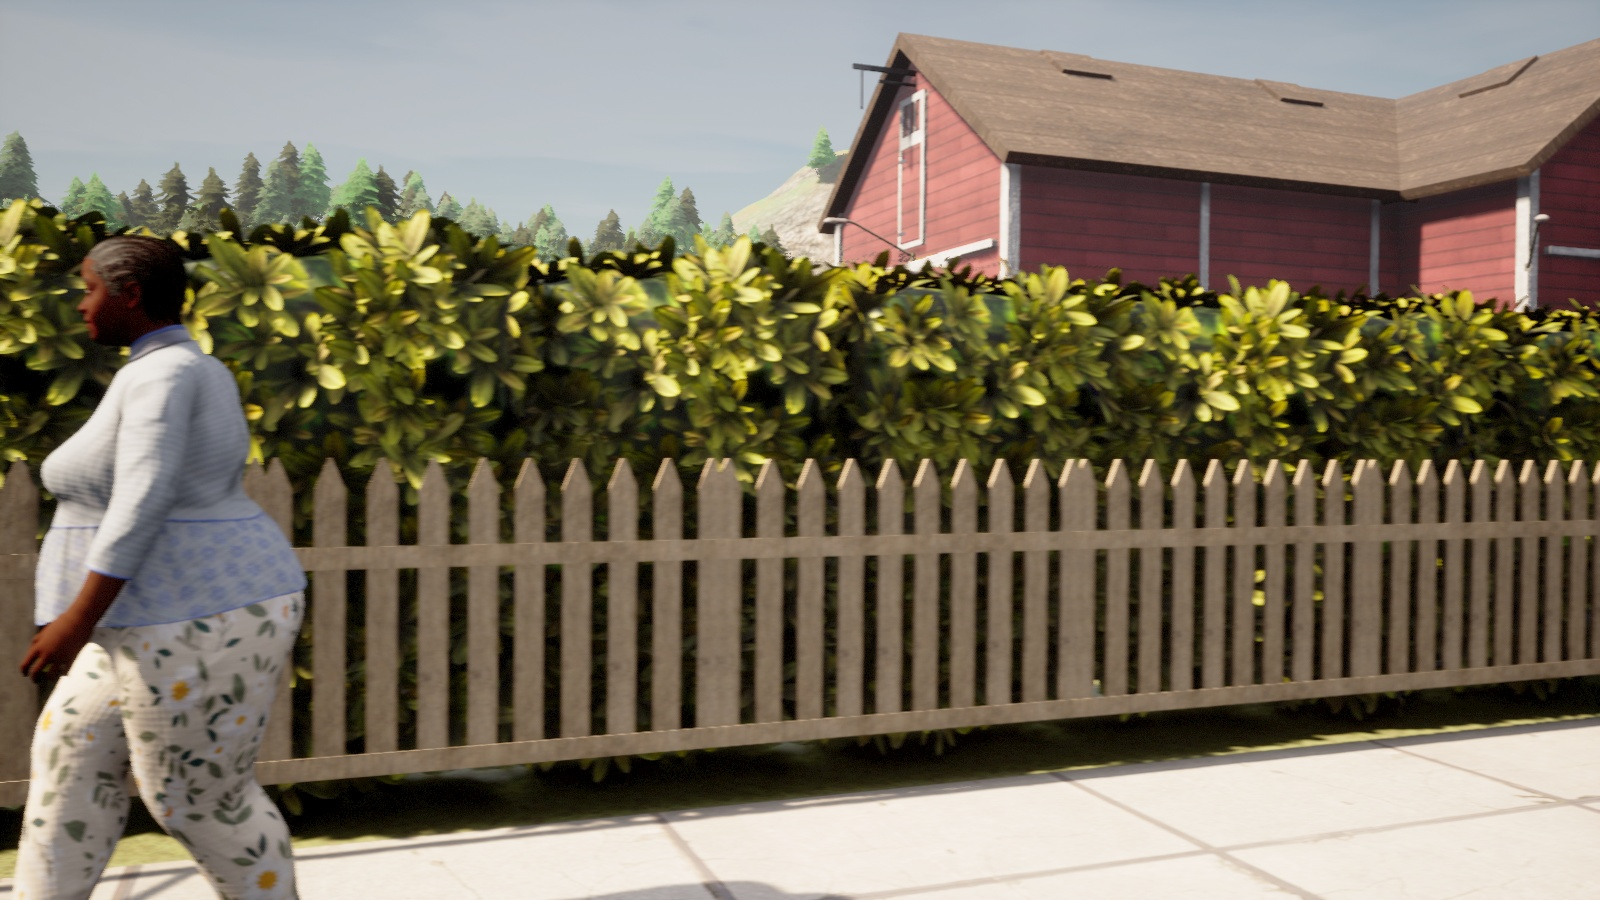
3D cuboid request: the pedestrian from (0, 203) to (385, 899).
[{"bbox_3d":[-1.494,0.420,3.050,0.900,1.855,0.874,-1,1,-19],"label":"pedestrian"}]
